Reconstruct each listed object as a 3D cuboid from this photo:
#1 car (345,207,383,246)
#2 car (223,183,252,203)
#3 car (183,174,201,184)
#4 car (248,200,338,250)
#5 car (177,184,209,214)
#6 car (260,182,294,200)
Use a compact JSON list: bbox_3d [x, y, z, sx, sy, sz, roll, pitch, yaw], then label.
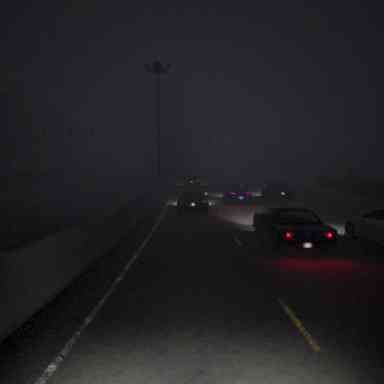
[{"bbox_3d":[7.093,1.217,11.473,1.812,1.442,4.674,0,3,0],"label":"car"},{"bbox_3d":[3.526,-0.006,26.287,1.812,1.442,4.674,0,6,0],"label":"car"},{"bbox_3d":[-0.037,-1.296,37.785,2.163,1.488,4.792,0,6,0],"label":"car"},{"bbox_3d":[3.591,1.238,12.520,1.895,1.301,4.718,0,3,0],"label":"car"},{"bbox_3d":[0.052,0.524,21.582,1.994,1.385,4.181,0,5,0],"label":"car"},{"bbox_3d":[7.021,-0.118,27.660,1.994,1.385,4.181,0,6,0],"label":"car"}]
